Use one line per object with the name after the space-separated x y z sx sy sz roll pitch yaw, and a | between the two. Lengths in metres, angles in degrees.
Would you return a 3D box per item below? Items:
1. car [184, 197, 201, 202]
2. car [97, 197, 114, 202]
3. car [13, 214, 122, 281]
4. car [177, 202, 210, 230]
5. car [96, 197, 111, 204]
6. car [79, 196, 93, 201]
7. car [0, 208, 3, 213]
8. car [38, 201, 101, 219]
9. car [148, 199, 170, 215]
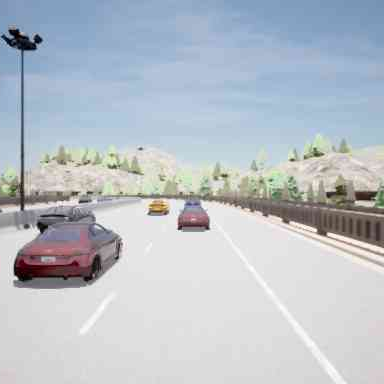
0.100 1.399 42.135 2.097 1.767 4.553 0 0 0 | car
-14.035 1.649 54.528 1.994 1.385 4.181 0 0 1 | car
-3.399 1.565 9.882 1.994 1.385 4.181 0 0 0 | car
0.100 1.572 21.435 1.994 1.385 4.181 0 0 0 | car
-17.935 1.683 67.831 2.033 1.411 5.357 0 0 -4 | car
-21.377 1.618 67.022 1.882 1.535 5.008 0 0 -4 | car
-17.595 1.580 27.512 1.994 1.385 4.181 0 0 0 | car
-6.900 1.497 18.717 2.128 1.511 4.902 0 0 0 | car
-3.400 1.506 34.872 1.882 1.535 5.008 0 0 0 | car
